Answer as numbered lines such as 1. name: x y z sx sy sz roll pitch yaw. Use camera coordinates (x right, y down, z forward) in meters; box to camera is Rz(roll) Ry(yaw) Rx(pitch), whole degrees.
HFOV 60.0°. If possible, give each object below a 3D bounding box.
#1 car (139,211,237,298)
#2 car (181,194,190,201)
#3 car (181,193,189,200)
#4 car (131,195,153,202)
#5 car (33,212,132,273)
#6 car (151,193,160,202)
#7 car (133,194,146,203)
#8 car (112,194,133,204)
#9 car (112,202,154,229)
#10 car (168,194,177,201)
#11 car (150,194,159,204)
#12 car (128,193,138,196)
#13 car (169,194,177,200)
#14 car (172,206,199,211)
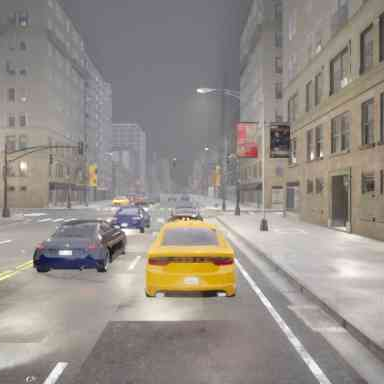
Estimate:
1. car: -0.054 1.478 8.584 1.882 1.535 5.008 0 0 -1
2. car: -1.677 1.367 80.625 2.097 1.767 4.553 0 0 -1
3. car: -1.889 1.237 90.626 2.097 1.767 4.553 0 0 -1
4. car: -7.646 1.614 51.090 1.895 1.301 4.718 0 0 -1
5. car: -3.356 1.564 10.722 1.994 1.385 4.181 0 0 -1
6. car: -7.980 1.241 71.208 2.150 2.045 5.566 0 0 -1
7. car: -11.227 1.371 71.052 2.097 1.767 4.553 0 0 -1
8. car: -10.899 1.491 51.128 1.882 1.535 5.008 0 0 -1
9. car: -3.535 1.528 19.464 1.812 1.442 4.674 0 0 -1
10. car: -4.962 1.567 82.205 1.994 1.385 4.181 0 0 -1
11. car: -7.816 1.563 60.733 2.033 1.411 5.357 0 0 -1
12. car: -11.075 1.237 61.063 2.150 2.045 5.566 0 0 -1
13. car: -5.164 1.369 91.804 2.097 1.767 4.553 0 0 -1
14. car: -0.354 1.507 18.065 1.837 1.490 4.892 0 0 -1
